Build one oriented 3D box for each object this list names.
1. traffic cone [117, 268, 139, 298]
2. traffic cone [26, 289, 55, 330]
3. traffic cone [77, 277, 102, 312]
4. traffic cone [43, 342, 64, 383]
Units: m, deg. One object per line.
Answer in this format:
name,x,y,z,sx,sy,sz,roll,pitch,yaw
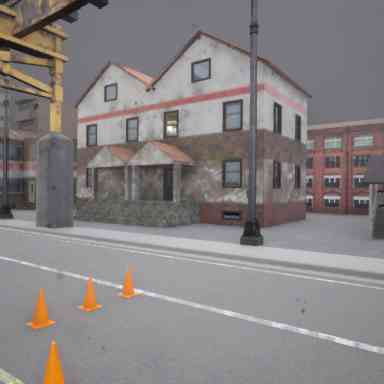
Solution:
traffic cone,-1.393,1.949,7.263,0.340,0.580,0.340,0,0,36
traffic cone,-2.563,1.949,5.641,0.340,0.580,0.340,0,0,36
traffic cone,-1.978,1.949,6.452,0.340,0.580,0.340,0,0,36
traffic cone,-1.526,1.952,3.660,0.340,0.580,0.340,0,0,36
